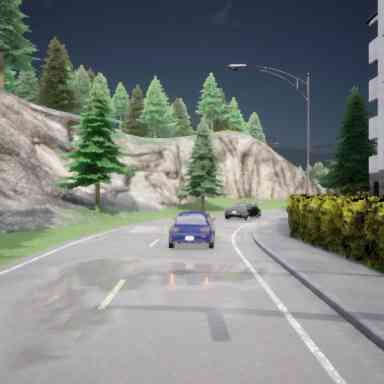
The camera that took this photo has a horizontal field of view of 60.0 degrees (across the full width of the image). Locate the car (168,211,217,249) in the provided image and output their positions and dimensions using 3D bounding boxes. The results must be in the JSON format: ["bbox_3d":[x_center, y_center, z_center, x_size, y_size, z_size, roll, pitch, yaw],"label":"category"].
[{"bbox_3d":[0.073,1.533,14.525,1.812,1.442,4.674,0,0,4],"label":"car"}]

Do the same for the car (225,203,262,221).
[{"bbox_3d":[4.364,1.572,27.874,1.994,1.385,4.181,0,0,32],"label":"car"}]
